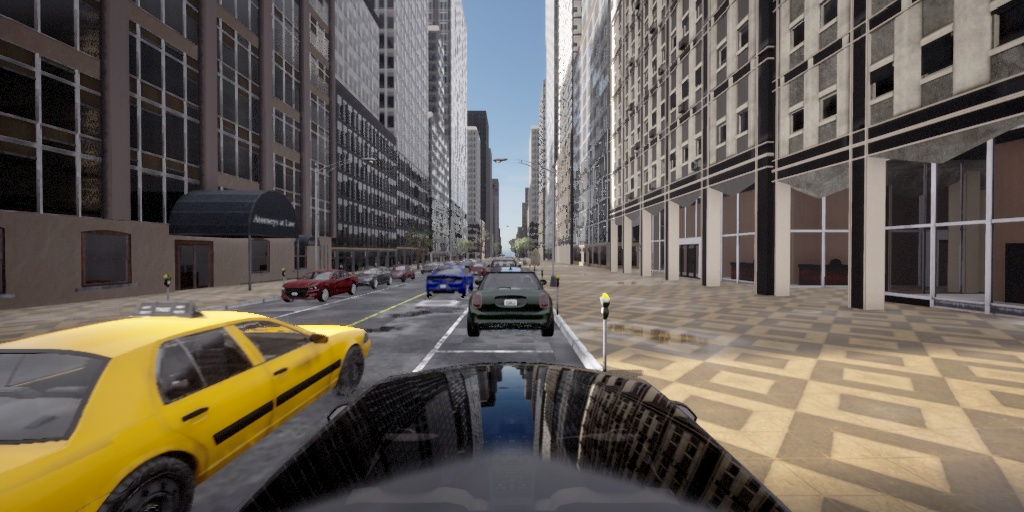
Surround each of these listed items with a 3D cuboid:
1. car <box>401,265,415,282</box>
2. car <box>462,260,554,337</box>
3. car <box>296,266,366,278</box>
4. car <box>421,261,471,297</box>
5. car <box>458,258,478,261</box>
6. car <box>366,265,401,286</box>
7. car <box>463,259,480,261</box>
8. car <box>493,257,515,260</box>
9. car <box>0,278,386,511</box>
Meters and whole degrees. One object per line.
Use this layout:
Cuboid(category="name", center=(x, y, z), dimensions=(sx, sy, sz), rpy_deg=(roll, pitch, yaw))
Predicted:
Cuboid(category="car", center=(-8.837, 1.327, 28.206), dimensions=(1.802, 1.307, 4.207), rpy_deg=(0, 0, 0))
Cuboid(category="car", center=(-0.033, 1.101, 10.471), dimensions=(2.097, 1.767, 4.553), rpy_deg=(0, 0, 0))
Cuboid(category="car", center=(-8.837, 1.292, 16.839), dimensions=(1.888, 1.381, 4.507), rpy_deg=(0, 0, 0))
Cuboid(category="car", center=(-3.114, 1.224, 18.832), dimensions=(1.882, 1.535, 5.008), rpy_deg=(0, 0, 1))
Cuboid(category="car", center=(-6.157, 1.289, 48.102), dimensions=(2.033, 1.411, 5.357), rpy_deg=(0, 0, 0))
Cuboid(category="car", center=(-8.838, 1.297, 22.523), dimensions=(2.007, 1.370, 4.403), rpy_deg=(0, 0, 0))
Cuboid(category="car", center=(-3.119, 1.269, 33.492), dimensions=(1.812, 1.442, 4.674), rpy_deg=(0, 0, 1))
Cuboid(category="car", center=(-0.457, 1.061, 22.523), dimensions=(2.192, 1.841, 5.009), rpy_deg=(0, 0, 0))
Cuboid(category="car", center=(-3.146, 1.205, 3.563), dimensions=(1.801, 1.575, 5.366), rpy_deg=(0, 0, 0))
